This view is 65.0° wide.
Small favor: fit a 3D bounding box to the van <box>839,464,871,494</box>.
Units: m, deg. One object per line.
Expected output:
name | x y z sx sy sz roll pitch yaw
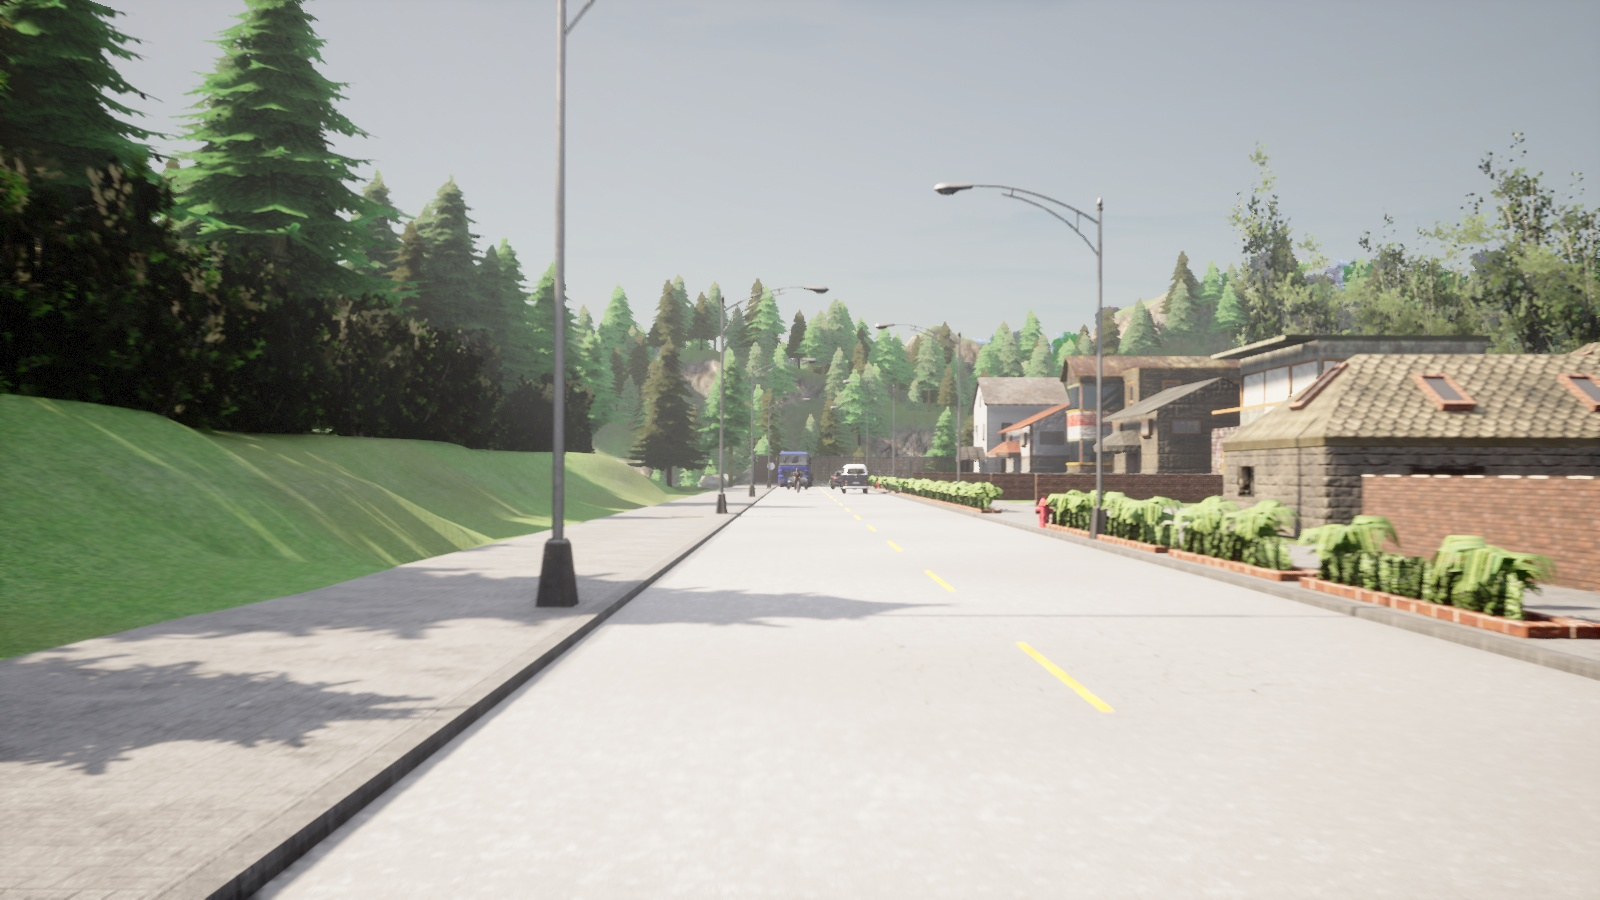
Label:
van | 3.824 1.995 88.269 2.069 2.038 4.480 0 -1 0
